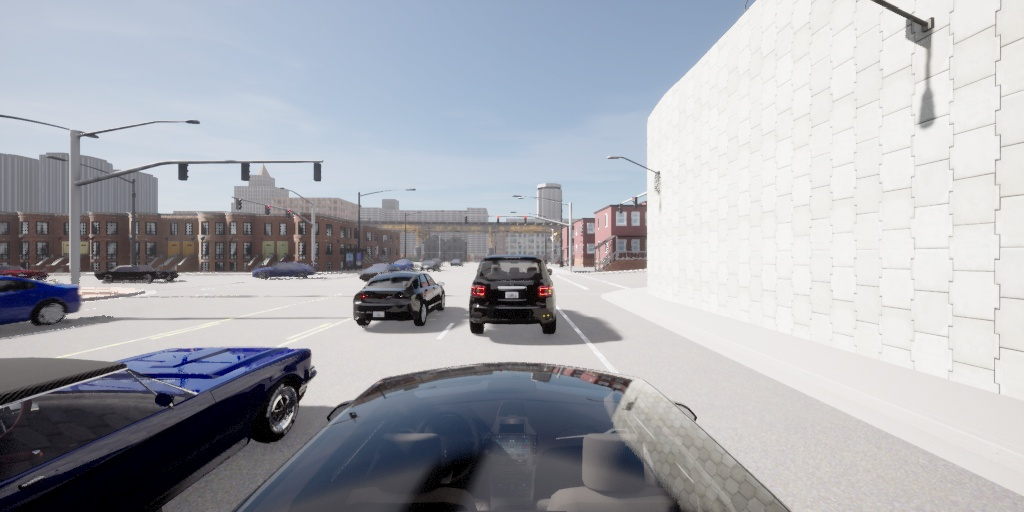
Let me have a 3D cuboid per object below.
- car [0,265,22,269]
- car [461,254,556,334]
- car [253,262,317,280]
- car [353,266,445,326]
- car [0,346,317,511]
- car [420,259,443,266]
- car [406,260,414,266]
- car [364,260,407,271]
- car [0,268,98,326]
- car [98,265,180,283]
[{"bbox_3d":[-38.295,1.351,27.065,4.718,1.301,1.895,0,0,0],"label":"car"},{"bbox_3d":[0.062,0.971,10.755,2.150,2.045,5.566,0,0,1],"label":"car"},{"bbox_3d":[-19.551,1.276,31.006,4.674,1.442,1.812,0,1,-22],"label":"car"},{"bbox_3d":[-3.422,1.255,11.645,1.837,1.490,4.892,0,0,0],"label":"car"},{"bbox_3d":[-3.397,1.351,2.391,1.895,1.301,4.718,0,0,0],"label":"car"},{"bbox_3d":[-10.609,1.241,46.598,2.128,1.511,4.902,0,0,0],"label":"car"},{"bbox_3d":[-14.112,1.227,46.461,1.882,1.535,5.008,0,0,0],"label":"car"},{"bbox_3d":[-10.608,1.297,29.348,2.033,1.411,5.357,0,0,0],"label":"car"},{"bbox_3d":[-14.101,1.227,8.816,1.882,1.535,5.008,0,0,0],"label":"car"},{"bbox_3d":[-28.178,1.351,27.101,4.718,1.301,1.895,0,0,0],"label":"car"}]
